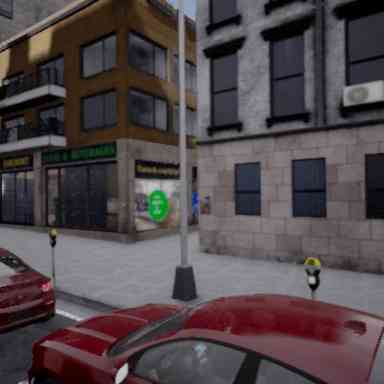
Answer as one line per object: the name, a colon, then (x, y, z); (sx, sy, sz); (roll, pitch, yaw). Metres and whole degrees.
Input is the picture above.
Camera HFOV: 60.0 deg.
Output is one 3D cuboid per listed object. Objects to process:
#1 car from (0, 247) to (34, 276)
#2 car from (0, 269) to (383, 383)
car: (-4.094, 1.595, 5.889); (4.206, 1.307, 1.802); (0, -1, 35)
car: (0.476, 1.547, 2.636); (4.507, 1.381, 1.887); (0, -1, 35)
